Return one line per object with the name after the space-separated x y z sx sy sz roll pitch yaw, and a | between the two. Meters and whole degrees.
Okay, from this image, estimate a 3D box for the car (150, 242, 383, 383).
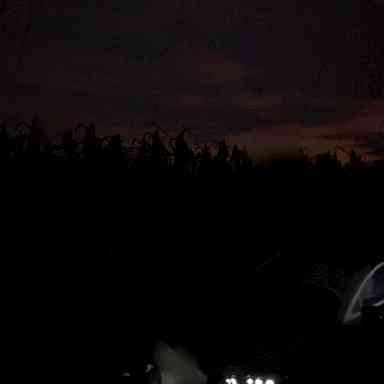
1.823 1.489 4.376 4.902 1.511 2.128 0 0 -36 | car
